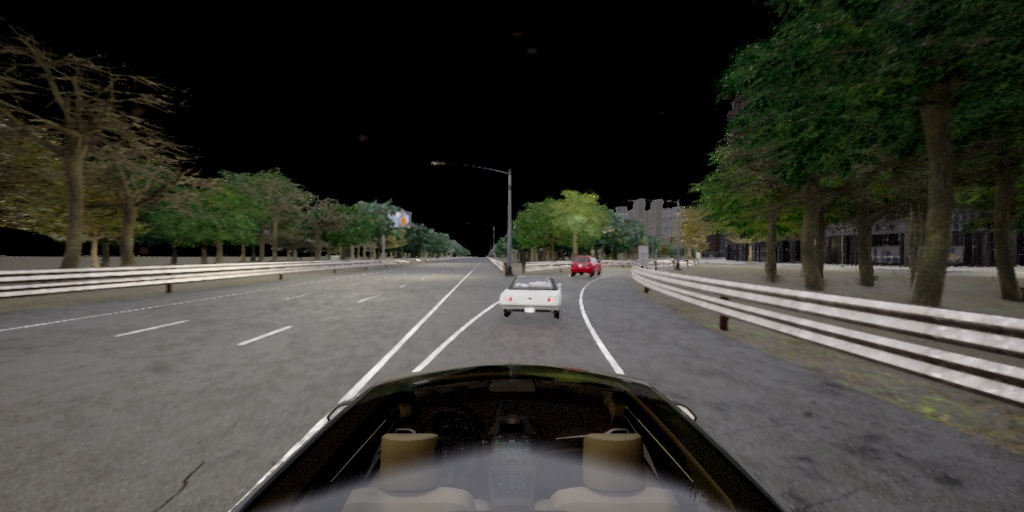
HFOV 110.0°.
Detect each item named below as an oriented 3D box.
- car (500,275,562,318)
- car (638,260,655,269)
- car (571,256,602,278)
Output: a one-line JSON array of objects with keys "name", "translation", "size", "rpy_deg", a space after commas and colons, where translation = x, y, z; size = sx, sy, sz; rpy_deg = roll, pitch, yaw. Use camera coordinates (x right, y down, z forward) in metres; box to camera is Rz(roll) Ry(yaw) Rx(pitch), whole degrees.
[{"name": "car", "translation": [0.868, 1.357, 13.100], "size": [1.895, 1.301, 4.718], "rpy_deg": [0, 0, 8]}, {"name": "car", "translation": [21.592, 1.364, 57.760], "size": [1.812, 1.442, 4.674], "rpy_deg": [0, 0, 39]}, {"name": "car", "translation": [7.453, 1.035, 35.800], "size": [2.150, 2.045, 5.566], "rpy_deg": [0, 0, 24]}]
